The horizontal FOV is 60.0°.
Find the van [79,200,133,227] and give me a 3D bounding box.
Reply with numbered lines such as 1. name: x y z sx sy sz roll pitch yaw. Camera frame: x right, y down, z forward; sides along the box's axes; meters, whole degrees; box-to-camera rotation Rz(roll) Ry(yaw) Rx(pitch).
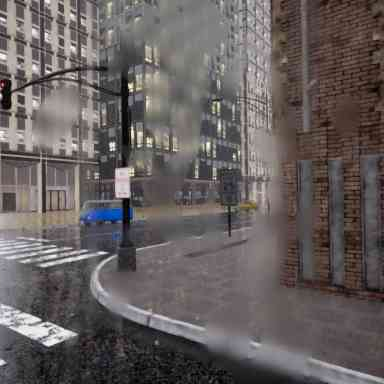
1. van: -5.987 1.460 23.470 1.690 1.788 3.998 -2 -1 36

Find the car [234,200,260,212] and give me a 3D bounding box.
1. car: 6.849 1.689 41.378 1.752 1.417 4.829 -2 -1 36
